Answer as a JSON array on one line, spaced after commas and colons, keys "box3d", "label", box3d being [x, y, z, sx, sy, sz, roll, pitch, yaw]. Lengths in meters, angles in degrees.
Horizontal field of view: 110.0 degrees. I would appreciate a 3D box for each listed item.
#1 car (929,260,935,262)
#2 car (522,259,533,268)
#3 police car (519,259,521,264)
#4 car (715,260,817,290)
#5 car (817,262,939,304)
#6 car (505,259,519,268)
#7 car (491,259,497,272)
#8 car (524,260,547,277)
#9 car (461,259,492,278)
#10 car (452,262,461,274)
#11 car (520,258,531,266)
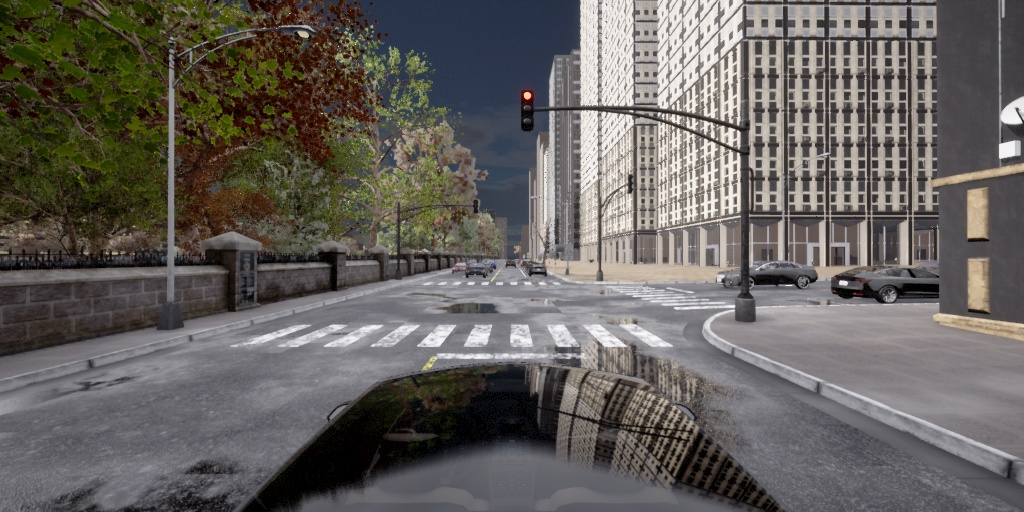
[{"box3d": [23.922, 0.874, 19.482, 5.357, 1.411, 2.033, -1, 0, 0], "label": "car"}, {"box3d": [2.483, 1.335, 41.741, 1.948, 1.339, 4.313, 0, 0, 0], "label": "car"}, {"box3d": [2.809, 1.218, 64.533, 1.930, 1.638, 5.238, 0, 0, 0], "label": "police car"}, {"box3d": [13.651, 0.993, 19.384, 4.902, 1.511, 2.128, -1, 0, 0], "label": "car"}, {"box3d": [14.627, 1.026, 13.590, 4.313, 1.339, 1.948, 0, 0, -1], "label": "car"}, {"box3d": [-0.224, 1.299, 64.468, 1.837, 1.490, 4.892, 0, 0, 0], "label": "car"}, {"box3d": [-3.316, 1.262, 44.155, 2.128, 1.511, 4.902, 0, 0, 0], "label": "car"}, {"box3d": [2.513, 1.331, 36.109, 1.948, 1.339, 4.313, 0, 0, 0], "label": "car"}, {"box3d": [-3.265, 1.311, 34.137, 2.033, 1.411, 5.357, 0, 0, 0], "label": "car"}, {"box3d": [-5.897, 1.351, 41.697, 1.802, 1.307, 4.207, 0, 0, 0], "label": "car"}, {"box3d": [2.454, 1.339, 47.374, 1.948, 1.339, 4.313, 0, 0, 0], "label": "car"}]
